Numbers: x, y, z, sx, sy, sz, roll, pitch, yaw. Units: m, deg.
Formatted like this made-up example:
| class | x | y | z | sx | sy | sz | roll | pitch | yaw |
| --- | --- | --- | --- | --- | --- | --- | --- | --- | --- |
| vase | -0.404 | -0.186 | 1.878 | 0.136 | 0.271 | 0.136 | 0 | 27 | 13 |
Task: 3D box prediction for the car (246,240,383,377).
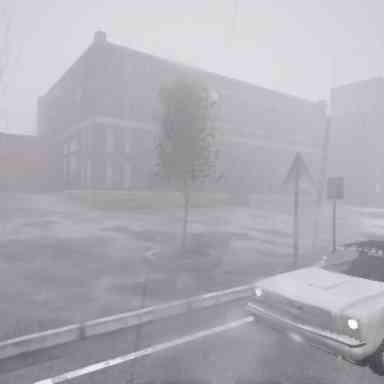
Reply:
| class | x | y | z | sx | sy | sz | roll | pitch | yaw |
| --- | --- | --- | --- | --- | --- | --- | --- | --- | --- |
| car | 3.156 | 1.579 | 5.616 | 4.718 | 1.301 | 1.895 | 0 | 0 | -35 |
